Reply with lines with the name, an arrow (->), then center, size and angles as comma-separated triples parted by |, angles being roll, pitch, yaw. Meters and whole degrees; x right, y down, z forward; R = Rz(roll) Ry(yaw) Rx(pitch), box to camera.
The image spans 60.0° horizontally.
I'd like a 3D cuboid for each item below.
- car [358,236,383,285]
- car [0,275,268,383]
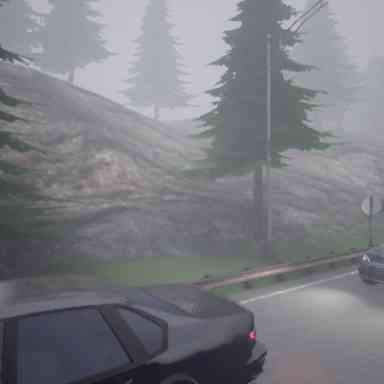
car -> 6.071, 1.509, 8.306 | 4.674, 1.442, 1.812 | 0, 0, -35
car -> -1.746, 1.548, 2.746 | 5.357, 1.411, 2.033 | 0, 0, -35
